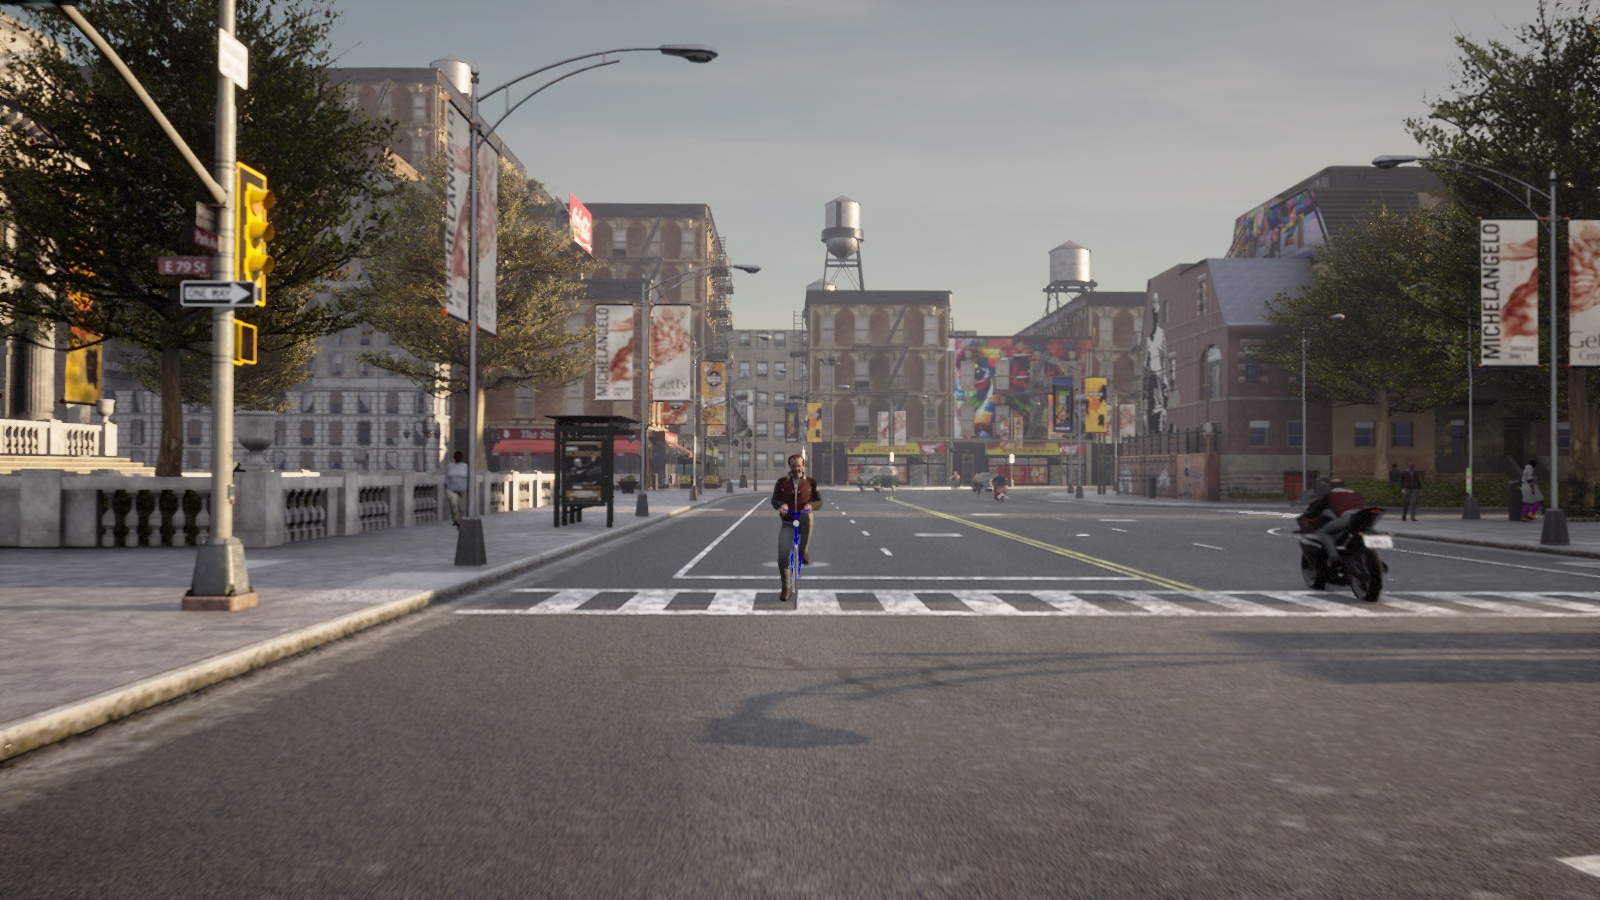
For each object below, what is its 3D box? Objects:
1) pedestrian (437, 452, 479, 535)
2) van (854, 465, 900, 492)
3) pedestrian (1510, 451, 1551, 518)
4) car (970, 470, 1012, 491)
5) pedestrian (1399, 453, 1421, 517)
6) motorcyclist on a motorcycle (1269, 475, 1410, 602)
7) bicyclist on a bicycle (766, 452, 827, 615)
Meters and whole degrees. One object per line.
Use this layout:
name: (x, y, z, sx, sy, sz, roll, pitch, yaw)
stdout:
pedestrian: (-7.840, 0.985, 28.825, 0.874, 1.855, 0.900, 0, -1, -11)
van: (5.838, 2.129, 94.703, 1.775, 1.987, 4.442, -1, -1, 28)
pedestrian: (21.428, 1.002, 36.847, 0.873, 1.952, 0.659, 0, -1, 13)
car: (14.577, 2.339, 95.808, 1.789, 1.549, 3.705, -1, -1, 32)
pedestrian: (17.679, 1.010, 36.401, 0.376, 1.854, 0.720, 0, -1, 10)
motorcyclist on a motorcycle: (6.958, 1.095, 16.339, 0.866, 1.530, 2.191, 0, -1, 0)
bicyclist on a bicycle: (-0.038, 0.930, 14.605, 0.659, 1.776, 1.843, 0, -1, 0)
